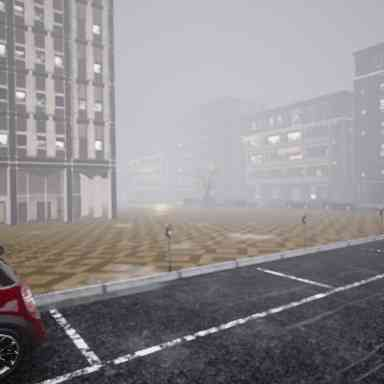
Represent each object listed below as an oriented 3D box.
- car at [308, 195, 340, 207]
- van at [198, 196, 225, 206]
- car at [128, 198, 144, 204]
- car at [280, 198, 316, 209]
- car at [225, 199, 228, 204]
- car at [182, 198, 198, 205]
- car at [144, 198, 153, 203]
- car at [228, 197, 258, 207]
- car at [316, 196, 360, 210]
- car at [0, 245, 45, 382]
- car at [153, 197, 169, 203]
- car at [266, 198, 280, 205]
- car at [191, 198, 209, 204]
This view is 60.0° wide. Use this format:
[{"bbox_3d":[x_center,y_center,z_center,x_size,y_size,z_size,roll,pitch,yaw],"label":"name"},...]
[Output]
[{"bbox_3d":[20.113,1.374,50.933,1.967,1.590,4.097,-2,0,-36],"label":"car"},{"bbox_3d":[3.456,1.669,59.465,1.690,1.788,3.998,-2,0,-36],"label":"van"},{"bbox_3d":[-14.754,2.339,84.838,2.008,1.369,4.403,-2,0,-36],"label":"car"},{"bbox_3d":[14.412,1.603,44.073,2.008,1.369,4.403,-2,0,-36],"label":"car"},{"bbox_3d":[8.308,1.671,67.129,1.967,1.590,4.097,-2,0,-36],"label":"car"},{"bbox_3d":[-0.158,1.934,69.217,1.837,1.490,4.892,-1,0,-36],"label":"car"},{"bbox_3d":[-11.205,2.291,94.252,1.947,1.339,4.313,-2,0,-36],"label":"car"},{"bbox_3d":[8.358,1.749,52.566,1.887,1.381,4.507,-2,0,-36],"label":"car"},{"bbox_3d":[17.664,1.521,39.553,2.008,1.369,4.403,-2,0,-36],"label":"car"},{"bbox_3d":[-4.001,1.452,3.721,4.097,1.590,1.967,-1,0,-35],"label":"car"},{"bbox_3d":[-7.957,2.083,89.731,1.967,1.590,4.097,-2,0,-36],"label":"car"},{"bbox_3d":[14.878,1.648,58.132,1.802,1.307,4.206,-2,0,-36],"label":"car"},{"bbox_3d":[1.805,1.978,76.169,1.802,1.307,4.206,-2,0,-36],"label":"car"}]
